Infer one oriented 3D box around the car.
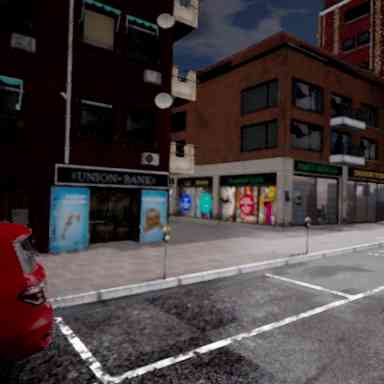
[{"bbox_3d":[-4.007,1.312,3.206,5.009,1.841,2.192,0,2,-35],"label":"car"}]
